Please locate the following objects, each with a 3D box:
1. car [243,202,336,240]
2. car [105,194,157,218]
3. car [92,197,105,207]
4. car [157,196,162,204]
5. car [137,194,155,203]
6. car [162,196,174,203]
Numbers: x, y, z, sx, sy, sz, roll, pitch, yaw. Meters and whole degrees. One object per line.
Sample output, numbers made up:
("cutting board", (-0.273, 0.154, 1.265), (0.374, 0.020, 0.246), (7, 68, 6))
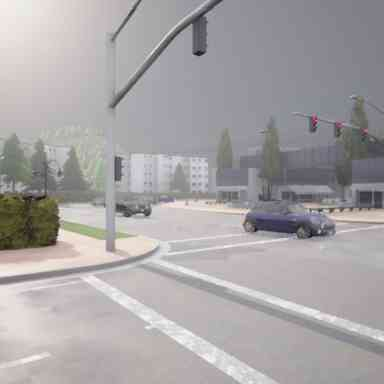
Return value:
("car", (4.945, 1.348, 17.261), (2.097, 1.767, 4.553), (0, 0, -45))
("car", (-5.717, 1.218, 30.487), (2.150, 2.045, 5.566), (0, 0, -34))
("car", (-13.811, 1.489, 49.989), (2.128, 1.511, 4.902), (0, 0, -8))
("car", (-7.228, 1.541, 59.070), (2.033, 1.411, 5.357), (0, 0, 3))
("car", (-9.329, 1.344, 68.065), (2.097, 1.767, 4.553), (0, 0, 15))
("car", (-5.314, 1.469, 69.534), (1.882, 1.535, 5.008), (0, 0, 20))
